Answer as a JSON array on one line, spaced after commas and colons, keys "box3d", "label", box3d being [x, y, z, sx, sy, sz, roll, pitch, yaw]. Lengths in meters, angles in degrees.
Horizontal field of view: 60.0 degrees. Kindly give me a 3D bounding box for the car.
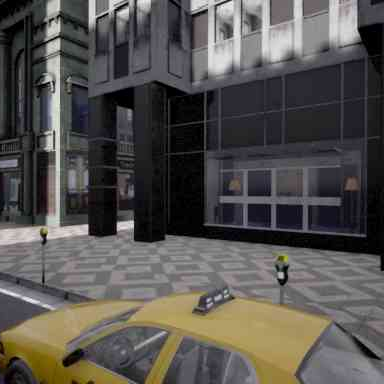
[{"box3d": [-0.021, 1.525, 2.979, 4.829, 1.417, 1.752, 0, 0, 36], "label": "car"}]
